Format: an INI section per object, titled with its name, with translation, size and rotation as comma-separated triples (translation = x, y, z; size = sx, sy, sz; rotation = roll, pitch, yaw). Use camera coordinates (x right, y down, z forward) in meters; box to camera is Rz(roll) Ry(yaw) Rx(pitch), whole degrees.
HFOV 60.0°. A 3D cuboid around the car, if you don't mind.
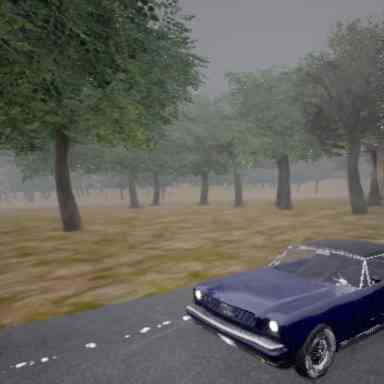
[car]
translation = 2.269, 1.542, 5.531
size = 4.718, 1.301, 1.895
rotation = -2, 1, -35
